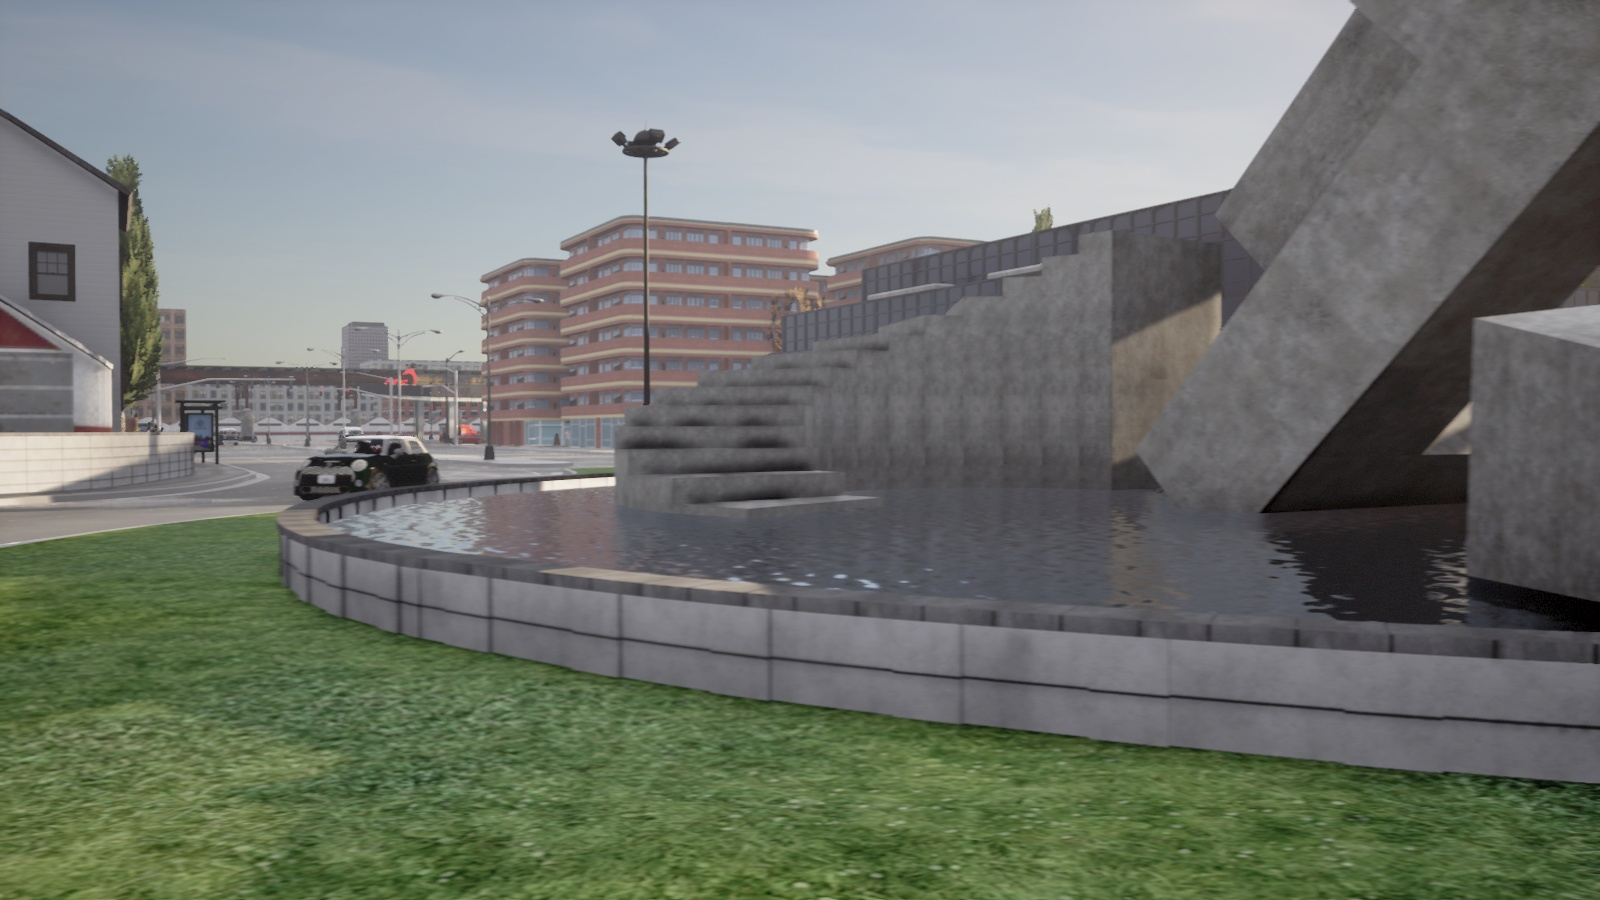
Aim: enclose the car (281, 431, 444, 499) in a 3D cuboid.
[{"bbox_3d":[-10.169,0.293,29.518,1.970,1.475,3.806,0,1,11],"label":"car"}]
